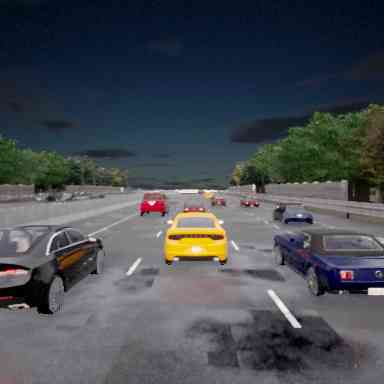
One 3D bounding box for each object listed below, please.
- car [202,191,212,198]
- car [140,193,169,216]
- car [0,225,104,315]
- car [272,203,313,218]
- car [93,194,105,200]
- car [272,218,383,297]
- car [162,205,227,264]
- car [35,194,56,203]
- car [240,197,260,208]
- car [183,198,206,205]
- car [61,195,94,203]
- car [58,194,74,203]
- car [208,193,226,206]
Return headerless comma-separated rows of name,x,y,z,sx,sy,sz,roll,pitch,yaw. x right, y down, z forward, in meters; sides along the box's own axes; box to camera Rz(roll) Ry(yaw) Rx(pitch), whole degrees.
car,3.649,0.786,72.184,1.882,1.535,5.008,0,1,0
car,-3.339,1.071,30.343,2.150,2.045,5.566,0,1,0
car,-3.384,1.484,7.499,2.128,1.511,4.902,0,0,0
car,7.058,1.480,23.686,1.994,1.385,4.181,0,1,1
car,-17.391,1.020,61.035,2.033,1.411,5.357,0,1,1
car,3.515,1.595,8.539,1.895,1.301,4.718,0,0,0
car,0.123,1.458,11.837,1.882,1.535,5.008,0,0,0
car,-24.427,1.041,55.486,2.128,1.511,4.902,0,1,1
car,7.178,1.326,42.012,1.895,1.301,4.718,0,1,0
car,0.160,1.456,29.905,1.895,1.301,4.718,0,1,0
car,-14.007,1.333,40.958,1.895,1.301,4.718,0,1,0
car,-20.921,1.061,56.584,1.812,1.442,4.674,0,1,1
car,3.594,1.204,45.969,1.812,1.442,4.674,0,1,0
